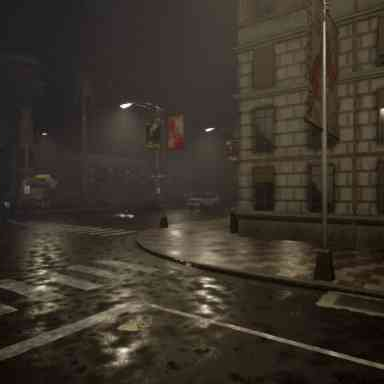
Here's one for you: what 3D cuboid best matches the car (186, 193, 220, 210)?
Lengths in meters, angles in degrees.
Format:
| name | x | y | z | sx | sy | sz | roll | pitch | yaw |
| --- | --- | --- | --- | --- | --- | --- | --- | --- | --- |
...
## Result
| name | x | y | z | sx | sy | sz | roll | pitch | yaw |
| --- | --- | --- | --- | --- | --- | --- | --- | --- | --- |
| car | 1.548 | 1.221 | 44.572 | 2.150 | 2.045 | 5.566 | 0 | 0 | 37 |

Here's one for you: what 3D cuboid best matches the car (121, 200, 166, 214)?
| name | x | y | z | sx | sy | sz | roll | pitch | yaw |
| --- | --- | --- | --- | --- | --- | --- | --- | --- | --- |
| car | -5.063 | 1.547 | 35.667 | 2.033 | 1.411 | 5.357 | 0 | 0 | 36 |
